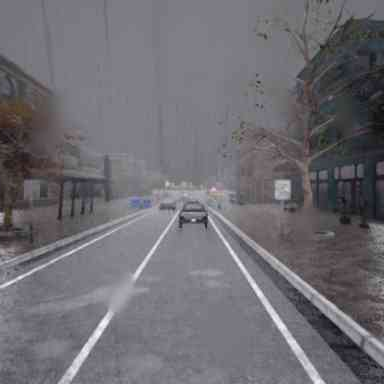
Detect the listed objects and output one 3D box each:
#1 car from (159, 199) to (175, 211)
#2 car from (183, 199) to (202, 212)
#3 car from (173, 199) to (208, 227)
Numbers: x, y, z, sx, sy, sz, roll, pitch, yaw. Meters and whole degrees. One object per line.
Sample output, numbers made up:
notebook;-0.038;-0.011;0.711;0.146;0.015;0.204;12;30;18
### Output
car;-3.103;1.627;42.946;1.882;1.535;5.008;0;-1;0
car;0.080;1.611;40.822;2.128;1.511;4.902;0;-1;0
car;0.089;1.489;22.505;2.128;1.511;4.902;0;0;0
